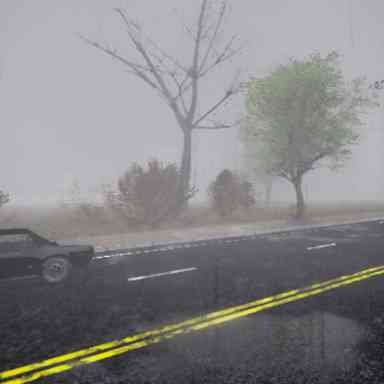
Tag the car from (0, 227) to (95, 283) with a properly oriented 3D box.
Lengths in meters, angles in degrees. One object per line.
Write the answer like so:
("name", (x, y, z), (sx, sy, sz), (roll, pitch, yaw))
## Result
("car", (-4.967, 1.596, 8.104), (4.718, 1.301, 1.895), (0, 0, -35))
